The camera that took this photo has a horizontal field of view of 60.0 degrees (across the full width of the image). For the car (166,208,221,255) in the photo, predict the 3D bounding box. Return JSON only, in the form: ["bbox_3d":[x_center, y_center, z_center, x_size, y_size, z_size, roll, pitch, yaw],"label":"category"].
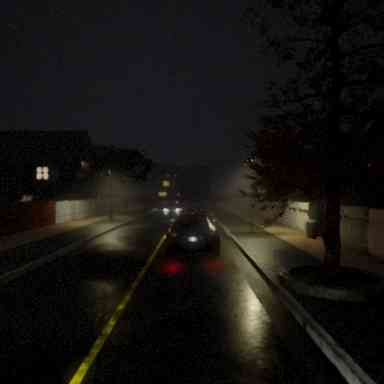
[{"bbox_3d":[0.050,1.563,13.253,1.994,1.385,4.181,0,0,0],"label":"car"}]

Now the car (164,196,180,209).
[{"bbox_3d":[-2.789,1.415,46.947,2.097,1.767,4.553,0,0,1],"label":"car"}]

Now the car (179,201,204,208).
[{"bbox_3d":[0.054,1.541,28.688,1.812,1.442,4.674,0,0,0],"label":"car"}]
